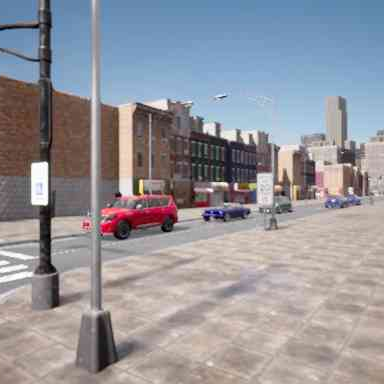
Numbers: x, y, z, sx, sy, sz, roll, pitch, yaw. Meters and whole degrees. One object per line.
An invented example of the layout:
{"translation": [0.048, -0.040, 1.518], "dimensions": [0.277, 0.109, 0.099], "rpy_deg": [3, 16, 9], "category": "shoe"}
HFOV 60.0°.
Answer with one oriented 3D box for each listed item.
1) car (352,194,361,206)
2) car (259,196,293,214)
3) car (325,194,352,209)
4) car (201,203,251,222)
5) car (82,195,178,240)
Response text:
{"translation": [24.550, 1.133, 51.050], "dimensions": [2.097, 1.767, 4.553], "rpy_deg": [0, 0, 32], "category": "car"}
{"translation": [8.480, 1.227, 33.602], "dimensions": [2.097, 1.767, 4.553], "rpy_deg": [0, 0, 36], "category": "car"}
{"translation": [18.745, 1.165, 42.947], "dimensions": [2.097, 1.767, 4.553], "rpy_deg": [0, 0, 36], "category": "car"}
{"translation": [2.681, 1.523, 25.481], "dimensions": [1.895, 1.301, 4.718], "rpy_deg": [0, 0, 35], "category": "car"}
{"translation": [-2.999, 1.204, 17.495], "dimensions": [2.150, 2.045, 5.566], "rpy_deg": [0, 0, 35], "category": "car"}
